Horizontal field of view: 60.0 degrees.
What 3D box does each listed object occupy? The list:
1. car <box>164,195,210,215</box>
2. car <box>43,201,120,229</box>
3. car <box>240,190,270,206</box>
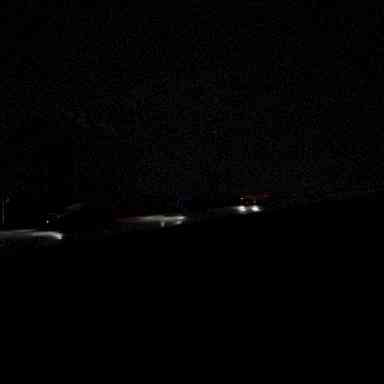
[{"bbox_3d":[-0.333,1.035,28.157,1.882,1.535,5.008,-1,1,35],"label":"car"},{"bbox_3d":[-6.373,1.273,19.676,1.812,1.442,4.674,-1,1,36],"label":"car"},{"bbox_3d":[7.482,0.641,39.104,2.097,1.767,4.553,-1,1,35],"label":"car"}]
